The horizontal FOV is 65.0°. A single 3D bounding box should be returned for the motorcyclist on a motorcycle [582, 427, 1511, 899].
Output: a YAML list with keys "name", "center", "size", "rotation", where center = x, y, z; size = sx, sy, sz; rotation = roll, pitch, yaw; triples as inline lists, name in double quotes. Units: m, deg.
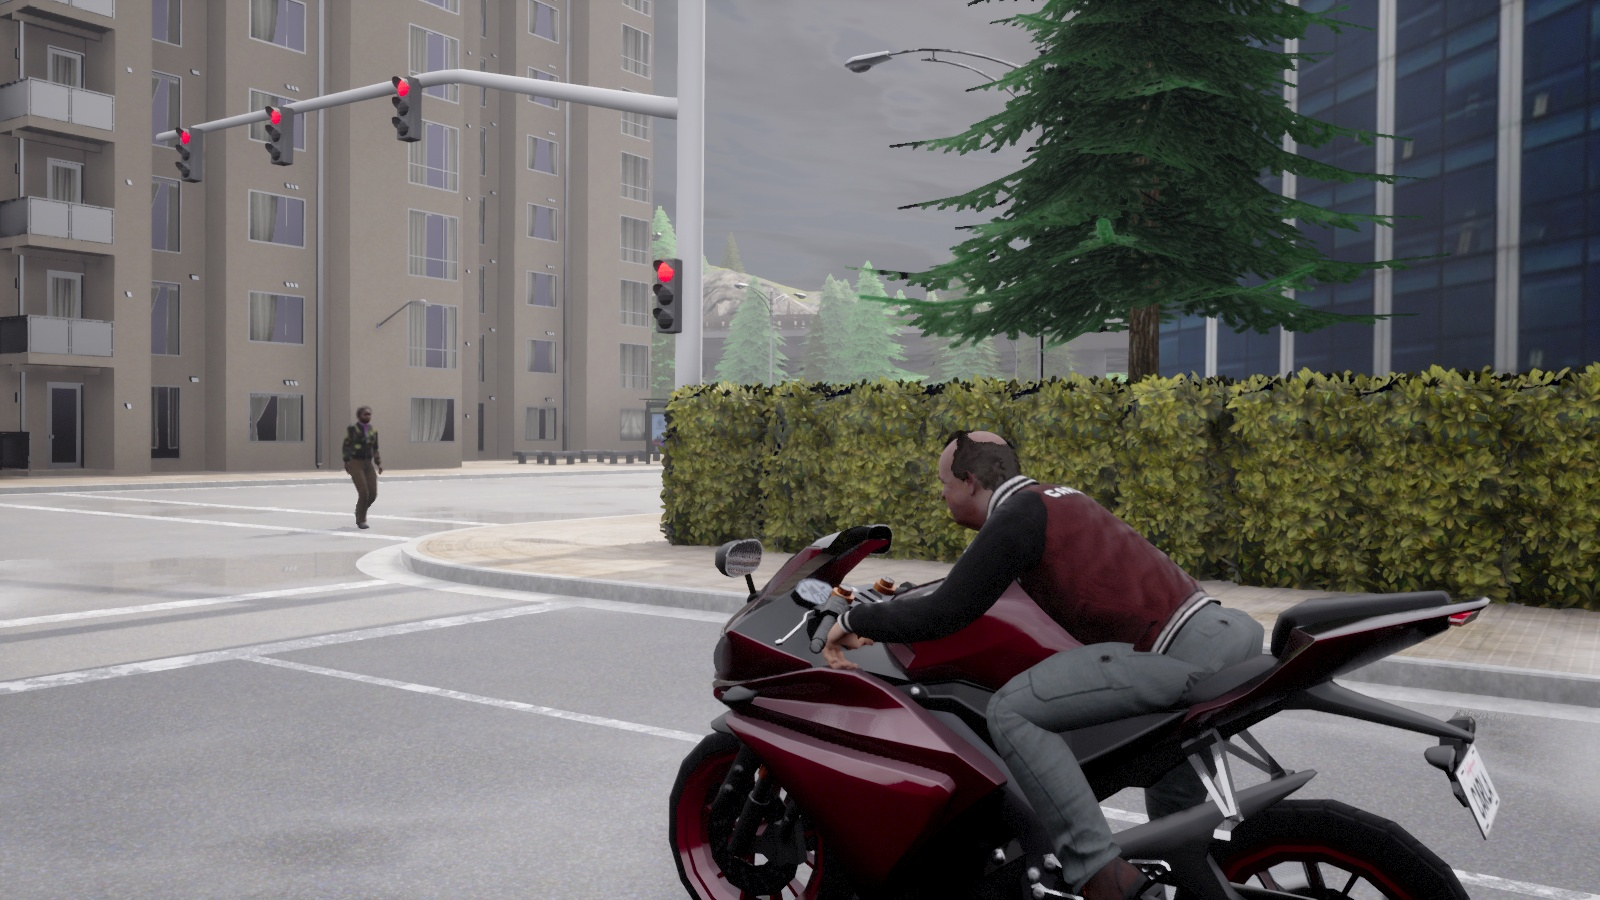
- name: "motorcyclist on a motorcycle"
  center: [0.552, 0.717, 3.257]
  size: [2.191, 1.530, 0.866]
  rotation: [0, 1, 34]

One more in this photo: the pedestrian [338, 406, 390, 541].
- name: "pedestrian"
  center: [-6.354, 0.328, 18.285]
  size: [0.692, 1.930, 0.395]
  rotation: [0, 1, 41]
